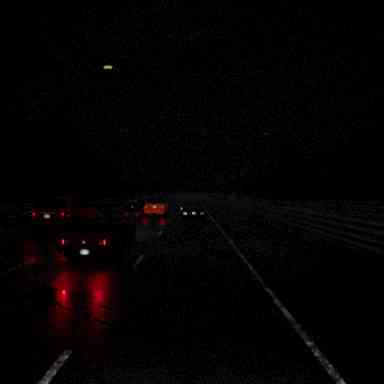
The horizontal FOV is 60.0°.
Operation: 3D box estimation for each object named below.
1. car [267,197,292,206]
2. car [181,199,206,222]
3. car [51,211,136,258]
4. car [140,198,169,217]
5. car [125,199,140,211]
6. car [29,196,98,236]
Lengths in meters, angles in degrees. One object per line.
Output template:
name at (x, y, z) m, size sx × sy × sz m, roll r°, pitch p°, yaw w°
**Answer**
car at (12.336, 1.563, 47.164) m, size 2.033 × 1.649 × 4.856 m, roll 0°, pitch 0°, yaw -14°
car at (0.113, 1.569, 26.232) m, size 2.033 × 1.411 × 5.357 m, roll 0°, pitch 0°, yaw 0°
car at (-3.389, 1.611, 12.754) m, size 1.895 × 1.301 × 4.718 m, roll 0°, pitch 0°, yaw 0°
car at (-3.391, 1.380, 32.151) m, size 2.097 × 1.767 × 4.553 m, roll 0°, pitch 0°, yaw 0°
car at (-6.887, 1.563, 40.832) m, size 1.812 × 1.442 × 4.674 m, roll 0°, pitch 0°, yaw 0°
car at (-6.893, 1.212, 18.485) m, size 2.150 × 2.045 × 5.566 m, roll 0°, pitch 0°, yaw 0°
